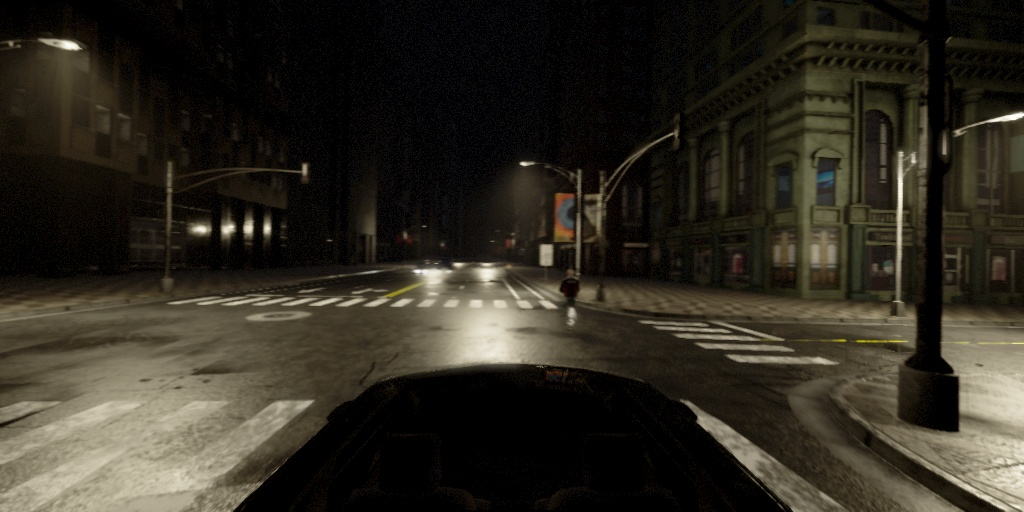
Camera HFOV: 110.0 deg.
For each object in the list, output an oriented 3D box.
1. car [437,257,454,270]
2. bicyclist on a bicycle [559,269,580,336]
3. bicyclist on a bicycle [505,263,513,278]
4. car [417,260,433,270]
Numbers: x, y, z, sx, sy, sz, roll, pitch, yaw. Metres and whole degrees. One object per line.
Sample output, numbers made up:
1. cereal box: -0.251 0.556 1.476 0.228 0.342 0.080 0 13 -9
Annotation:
1. car: -10.616 1.210 57.460 2.150 2.045 5.566 1 0 -4
2. bicyclist on a bicycle: 1.567 1.243 10.058 0.659 1.776 1.843 2 0 -4
3. bicyclist on a bicycle: -0.332 1.472 36.253 0.866 1.612 1.509 1 0 -4
4. car: -13.865 1.409 57.257 2.128 1.511 4.902 1 0 -4
